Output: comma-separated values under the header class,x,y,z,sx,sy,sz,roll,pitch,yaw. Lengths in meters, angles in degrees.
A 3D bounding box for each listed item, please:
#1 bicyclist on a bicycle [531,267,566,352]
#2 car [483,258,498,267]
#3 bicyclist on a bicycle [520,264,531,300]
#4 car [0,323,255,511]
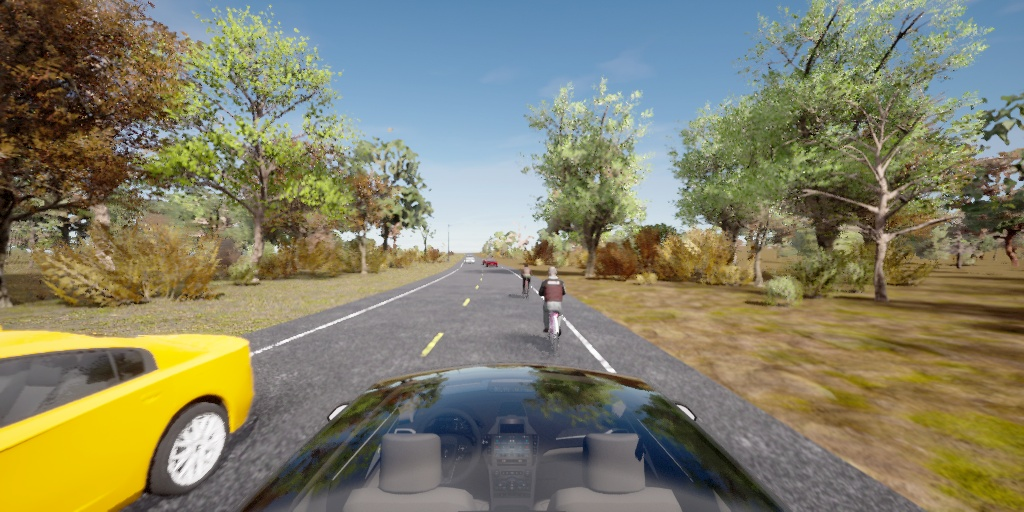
class,x,y,z,sx,sy,sz,roll,pitch,yaw
bicyclist on a bicycle,0.886,1.120,8.028,0.659,1.776,1.843,0,0,-1
car,-3.552,1.133,62.181,1.882,1.535,5.008,0,0,-6
bicyclist on a bicycle,0.682,1.200,16.871,0.582,1.620,1.656,0,0,-2
car,-3.623,1.228,1.652,1.882,1.535,5.008,0,0,0
